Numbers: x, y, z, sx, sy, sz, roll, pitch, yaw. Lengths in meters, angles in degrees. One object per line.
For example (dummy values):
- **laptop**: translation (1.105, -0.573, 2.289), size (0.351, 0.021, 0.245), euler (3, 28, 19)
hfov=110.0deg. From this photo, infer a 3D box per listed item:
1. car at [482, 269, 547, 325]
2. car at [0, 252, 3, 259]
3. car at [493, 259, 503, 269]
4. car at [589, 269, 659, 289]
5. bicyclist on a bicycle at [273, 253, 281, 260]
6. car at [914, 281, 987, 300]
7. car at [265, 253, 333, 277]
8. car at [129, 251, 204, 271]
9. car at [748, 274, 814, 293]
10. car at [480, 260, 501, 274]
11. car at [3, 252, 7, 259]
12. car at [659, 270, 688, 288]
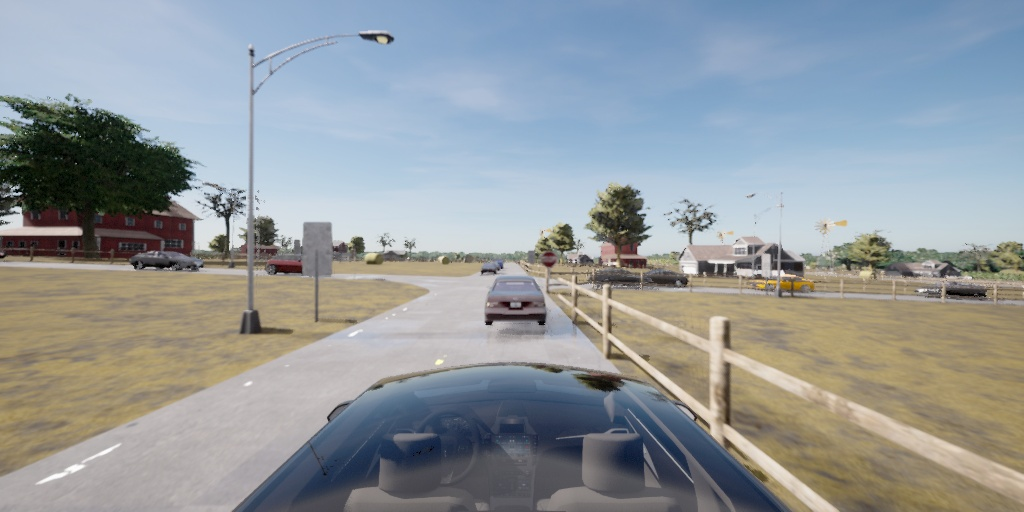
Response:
- **car**: translation (0.097, 1.345, 12.017), size (2.033, 1.411, 5.357), euler (0, 0, 0)
- **car**: translation (-44.197, -0.108, 28.368), size (4.718, 1.301, 1.895), euler (2, 0, 0)
- **car**: translation (-2.826, 1.561, 54.678), size (1.812, 1.442, 4.674), euler (0, 0, 0)
- **car**: translation (8.599, 1.774, 28.379), size (4.892, 1.490, 1.837), euler (2, -3, -7)
- **bicyclist on a bicycle**: translation (-22.617, 0.568, 34.343), size (0.582, 1.620, 1.656), euler (2, -1, 0)
- **car**: translation (38.231, 2.974, 31.350), size (4.902, 1.511, 2.128), euler (2, 0, 0)
- **car**: translation (-16.697, 0.643, 28.364), size (4.553, 1.767, 2.097), euler (2, 0, 0)
- **car**: translation (-27.193, 0.393, 28.353), size (4.902, 1.511, 2.128), euler (2, 0, 0)
- **car**: translation (23.462, 2.353, 31.353), size (5.008, 1.535, 1.882), euler (2, 0, 0)
- **car**: translation (-2.842, 1.527, 44.934), size (2.033, 1.411, 5.357), euler (0, 0, 0)
- **car**: translation (-47.519, -0.208, 31.233), size (4.718, 1.301, 1.895), euler (2, 0, 0)
- **car**: translation (12.703, 1.951, 31.295), size (4.892, 1.490, 1.837), euler (2, 0, -2)
